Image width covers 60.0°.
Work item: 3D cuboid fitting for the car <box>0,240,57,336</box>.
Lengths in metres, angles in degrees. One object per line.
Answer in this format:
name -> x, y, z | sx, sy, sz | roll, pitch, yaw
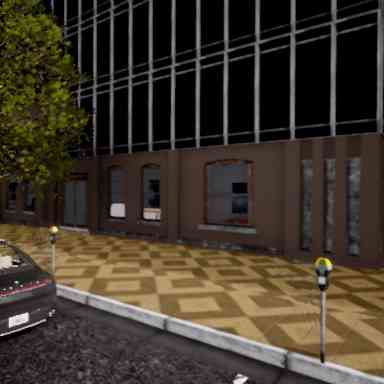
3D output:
car -> -4.142, 1.494, 5.807 | 4.403, 1.369, 2.008 | 1, 0, 35
